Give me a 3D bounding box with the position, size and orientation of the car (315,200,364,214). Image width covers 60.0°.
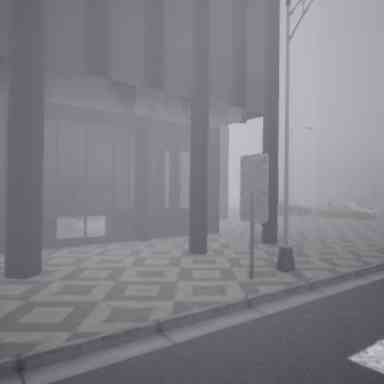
[{"bbox_3d":[15.703,1.566,35.539,2.008,1.369,4.403,1,-1,-36],"label":"car"}]

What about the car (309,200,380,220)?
[{"bbox_3d":[12.015,1.427,26.066,1.752,1.417,4.829,1,-1,-36],"label":"car"}]

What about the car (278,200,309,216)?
[{"bbox_3d":[8.822,1.434,30.507,1.887,1.381,4.507,1,-1,-36],"label":"car"}]
